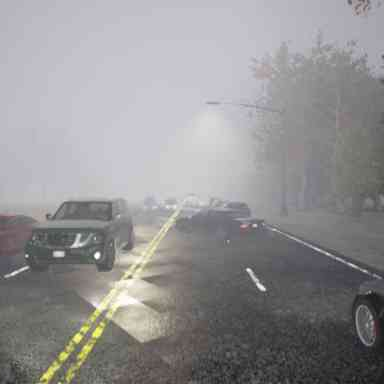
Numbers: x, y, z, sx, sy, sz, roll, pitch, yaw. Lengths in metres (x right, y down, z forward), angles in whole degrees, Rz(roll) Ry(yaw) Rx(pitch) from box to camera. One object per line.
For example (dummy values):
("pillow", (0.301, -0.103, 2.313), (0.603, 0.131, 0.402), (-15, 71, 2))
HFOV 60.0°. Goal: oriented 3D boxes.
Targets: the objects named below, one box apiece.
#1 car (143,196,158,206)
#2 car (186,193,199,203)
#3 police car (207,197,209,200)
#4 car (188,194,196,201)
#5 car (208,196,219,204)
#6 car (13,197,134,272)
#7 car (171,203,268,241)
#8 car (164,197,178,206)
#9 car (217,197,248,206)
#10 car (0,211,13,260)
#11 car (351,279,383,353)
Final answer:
("car", (-6.595, 1.438, 53.308), (1.837, 1.490, 4.892), (0, 0, 0))
("car", (0.026, 1.151, 61.204), (2.150, 2.045, 5.566), (0, 0, 1))
("police car", (3.250, 1.338, 47.105), (1.930, 1.638, 5.238), (1, -1, 0))
("car", (-0.021, 1.350, 79.323), (1.882, 1.535, 5.008), (0, 0, 0))
("car", (3.241, 1.416, 35.994), (2.128, 1.511, 4.902), (1, -1, 0))
("car", (-3.353, 1.206, 11.139), (2.150, 2.045, 5.566), (0, 0, 0))
("car", (1.254, 1.525, 16.681), (2.033, 1.411, 5.357), (0, 0, -37))
("car", (-3.343, 1.499, 53.904), (1.994, 1.385, 4.181), (0, 0, 0))
("car", (3.228, 1.427, 24.986), (1.882, 1.535, 5.008), (-1, 0, 0))
("car", (-6.603, 1.462, 11.110), (1.882, 1.535, 5.008), (0, 0, 0))
("car", (3.257, 1.495, 2.978), (1.812, 1.442, 4.674), (1, 1, 0))
